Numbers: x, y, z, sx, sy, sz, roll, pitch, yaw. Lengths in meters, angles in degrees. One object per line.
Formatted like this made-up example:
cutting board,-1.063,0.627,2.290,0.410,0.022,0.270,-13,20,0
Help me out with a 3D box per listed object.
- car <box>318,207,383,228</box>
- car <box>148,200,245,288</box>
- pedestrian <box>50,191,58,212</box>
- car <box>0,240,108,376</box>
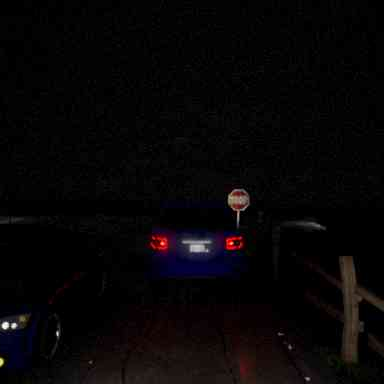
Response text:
car,12.751,1.910,25.832,5.357,1.411,2.033,2,3,0
car,0.081,1.215,9.396,2.150,2.045,5.566,0,0,0
pedestrian,-12.076,0.779,28.922,0.375,1.860,0.375,0,1,0
car,-2.831,1.559,5.638,1.994,1.385,4.181,0,0,0
